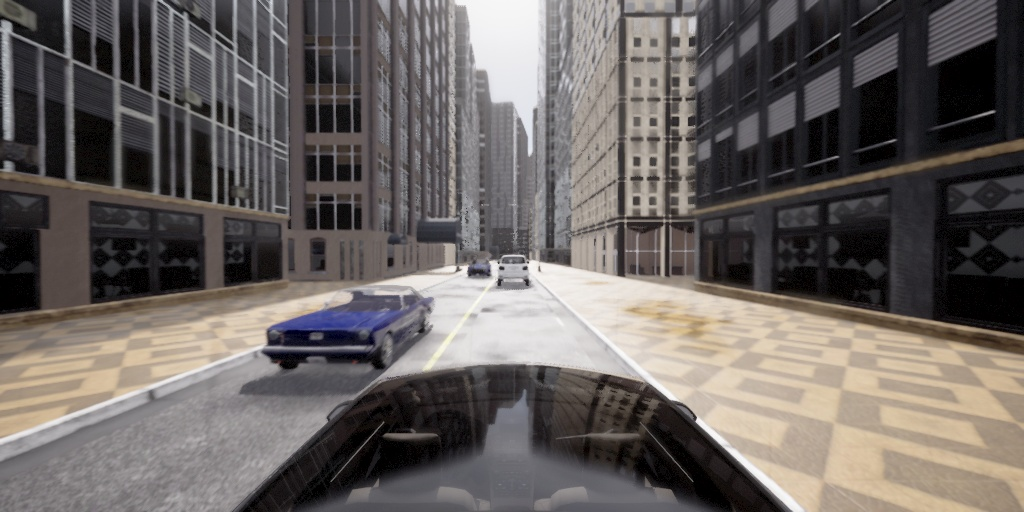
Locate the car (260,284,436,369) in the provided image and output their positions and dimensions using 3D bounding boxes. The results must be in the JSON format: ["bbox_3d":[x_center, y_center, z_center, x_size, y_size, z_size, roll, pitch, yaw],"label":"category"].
[{"bbox_3d":[-3.089,1.343,7.886,1.895,1.301,4.718,0,0,0],"label":"car"}]

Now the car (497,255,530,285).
[{"bbox_3d":[0.101,0.945,25.765,2.150,2.045,5.566,0,0,0],"label":"car"}]

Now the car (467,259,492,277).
[{"bbox_3d":[-3.033,1.068,34.298,2.097,1.767,4.553,0,0,1],"label":"car"}]
